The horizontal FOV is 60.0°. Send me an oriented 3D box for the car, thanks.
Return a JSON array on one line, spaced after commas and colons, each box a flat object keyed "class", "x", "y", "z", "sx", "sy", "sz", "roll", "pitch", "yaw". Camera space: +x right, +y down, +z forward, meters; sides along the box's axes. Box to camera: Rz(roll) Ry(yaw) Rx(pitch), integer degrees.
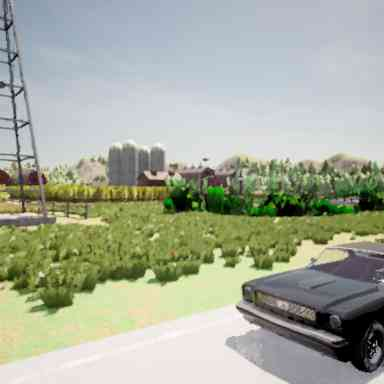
[{"class": "car", "x": 3.020, "y": 1.625, "z": 5.781, "sx": 4.718, "sy": 1.301, "sz": 1.895, "roll": 0, "pitch": 0, "yaw": -36}]
